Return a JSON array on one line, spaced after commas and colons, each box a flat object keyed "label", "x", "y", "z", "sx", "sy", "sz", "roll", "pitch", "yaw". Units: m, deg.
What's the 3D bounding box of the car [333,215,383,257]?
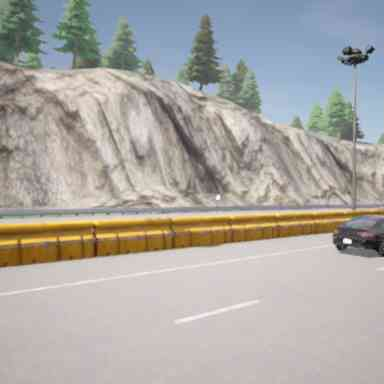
[{"label": "car", "x": 7.652, "y": 1.682, "z": 13.717, "sx": 4.674, "sy": 1.442, "sz": 1.812, "roll": 0, "pitch": 0, "yaw": -36}]
